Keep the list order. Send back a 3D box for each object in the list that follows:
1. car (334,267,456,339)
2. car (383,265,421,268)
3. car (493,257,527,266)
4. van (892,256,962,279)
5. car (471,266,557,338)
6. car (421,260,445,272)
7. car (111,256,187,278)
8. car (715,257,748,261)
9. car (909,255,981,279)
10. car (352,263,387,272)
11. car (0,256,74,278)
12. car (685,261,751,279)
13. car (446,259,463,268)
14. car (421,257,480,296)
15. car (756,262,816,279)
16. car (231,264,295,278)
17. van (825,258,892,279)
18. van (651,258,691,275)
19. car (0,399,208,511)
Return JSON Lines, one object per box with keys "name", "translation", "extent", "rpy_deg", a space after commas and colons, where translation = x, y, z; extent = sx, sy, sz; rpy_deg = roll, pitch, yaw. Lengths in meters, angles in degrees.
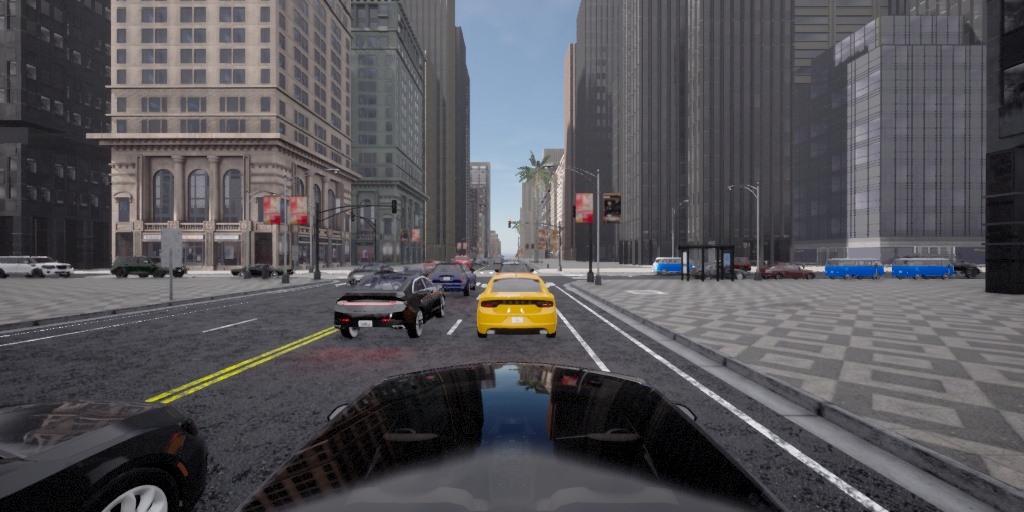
{"name": "car", "translation": [-3.138, 1.241, 10.128], "extent": [2.128, 1.511, 4.902], "rpy_deg": [0, 0, 0]}
{"name": "car", "translation": [-6.566, 1.351, 23.636], "extent": [1.895, 1.301, 4.718], "rpy_deg": [0, 0, 0]}
{"name": "car", "translation": [0.128, 1.102, 19.291], "extent": [2.097, 1.767, 4.553], "rpy_deg": [0, 0, 0]}
{"name": "van", "translation": [34.148, 1.080, 29.810], "extent": [3.998, 1.789, 1.690], "rpy_deg": [0, 0, 0]}
{"name": "car", "translation": [0.111, 1.227, 10.217], "extent": [1.882, 1.535, 5.008], "rpy_deg": [0, 0, 0]}
{"name": "car", "translation": [-9.969, 1.277, 45.824], "extent": [1.812, 1.442, 4.674], "rpy_deg": [0, 0, 3]}
{"name": "car", "translation": [-33.012, 1.007, 32.664], "extent": [5.566, 2.045, 2.150], "rpy_deg": [0, 0, 0]}
{"name": "car", "translation": [22.802, 1.035, 38.350], "extent": [5.009, 1.841, 2.192], "rpy_deg": [0, 0, 0]}
{"name": "car", "translation": [38.617, 0.952, 32.465], "extent": [5.566, 2.045, 2.150], "rpy_deg": [0, 0, 0]}
{"name": "car", "translation": [-9.813, 1.241, 25.316], "extent": [2.128, 1.511, 4.902], "rpy_deg": [0, 0, 0]}
{"name": "car", "translation": [-43.719, 1.020, 32.739], "extent": [5.566, 2.045, 2.150], "rpy_deg": [0, 0, 0]}
{"name": "car", "translation": [17.116, 1.299, 29.832], "extent": [4.403, 1.370, 2.007], "rpy_deg": [0, 0, 0]}
{"name": "car", "translation": [-9.732, 1.300, 60.836], "extent": [2.033, 1.411, 5.357], "rpy_deg": [0, 0, 0]}
{"name": "car", "translation": [-3.122, 1.102, 19.267], "extent": [2.097, 1.767, 4.553], "rpy_deg": [0, 0, 0]}
{"name": "car", "translation": [22.793, 1.326, 29.825], "extent": [4.207, 1.307, 1.802], "rpy_deg": [0, 0, 0]}
{"name": "car", "translation": [-22.539, 1.375, 32.593], "extent": [4.718, 1.301, 1.895], "rpy_deg": [0, 0, 0]}
{"name": "van", "translation": [28.471, 1.082, 29.817], "extent": [3.998, 1.789, 1.690], "rpy_deg": [0, 0, 0]}
{"name": "van", "translation": [17.125, 1.065, 38.357], "extent": [3.998, 1.789, 1.690], "rpy_deg": [0, 0, 0]}
{"name": "car", "translation": [-3.152, 1.255, 0.612], "extent": [1.837, 1.490, 4.892], "rpy_deg": [0, 0, 0]}
